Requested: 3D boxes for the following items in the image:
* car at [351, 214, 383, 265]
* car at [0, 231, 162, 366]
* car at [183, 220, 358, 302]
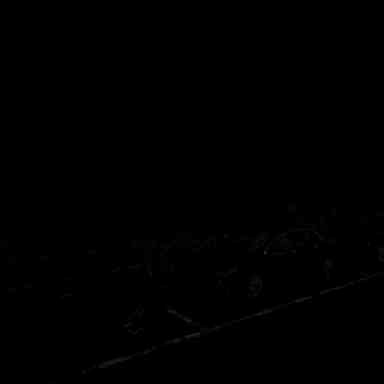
[{"bbox_3d":[6.227,1.428,11.259,4.507,1.381,1.887,-1,0,-36],"label":"car"},{"bbox_3d":[-2.574,1.435,4.805,4.097,1.590,1.967,-1,0,-36],"label":"car"},{"bbox_3d":[1.827,1.490,8.033,4.403,1.369,2.008,-1,0,-36],"label":"car"}]
